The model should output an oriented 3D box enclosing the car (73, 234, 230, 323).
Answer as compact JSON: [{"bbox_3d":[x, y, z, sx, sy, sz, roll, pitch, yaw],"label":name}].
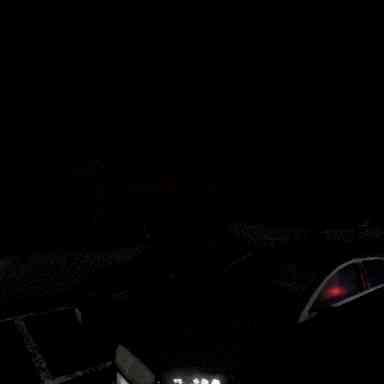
[{"bbox_3d":[-0.027,1.566,6.516,4.313,1.339,1.947,0,0,-35],"label":"car"}]

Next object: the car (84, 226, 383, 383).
[{"bbox_3d":[1.404,1.491,4.379,4.902,1.511,2.128,0,0,-35],"label":"car"}]

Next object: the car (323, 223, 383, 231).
[{"bbox_3d":[4.454,1.582,9.708,4.206,1.307,1.802,0,0,-35],"label":"car"}]
